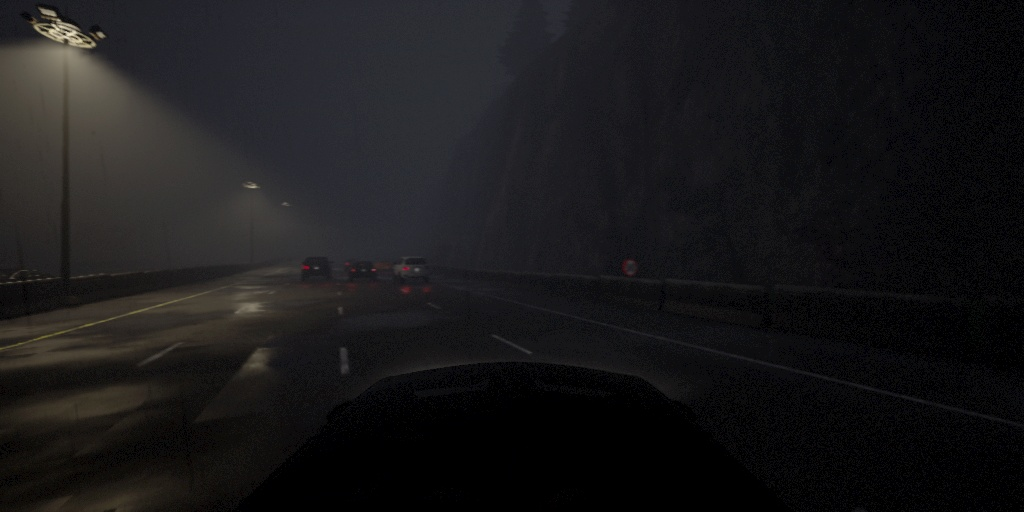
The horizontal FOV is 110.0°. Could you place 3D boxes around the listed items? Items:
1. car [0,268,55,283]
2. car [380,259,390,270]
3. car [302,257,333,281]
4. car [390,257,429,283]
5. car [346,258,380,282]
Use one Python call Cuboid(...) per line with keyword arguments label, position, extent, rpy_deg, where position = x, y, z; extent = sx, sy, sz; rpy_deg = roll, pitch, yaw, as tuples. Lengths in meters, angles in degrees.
Cuboid(label="car", position=(-26.545, 1.422, 18.737), extent=(2.128, 1.511, 4.902), rpy_deg=(0, 0, -25))
Cuboid(label="car", position=(-16.740, 1.201, 46.791), extent=(1.882, 1.535, 5.008), rpy_deg=(0, 1, -26))
Cuboid(label="car", position=(-17.373, 1.067, 32.109), extent=(2.150, 2.045, 5.566), rpy_deg=(0, 1, -26))
Cuboid(label="car", position=(-8.309, 1.056, 29.380), extent=(2.150, 2.045, 5.566), rpy_deg=(0, 1, -26))
Cuboid(label="car", position=(-13.004, 1.189, 31.091), extent=(2.097, 1.767, 4.553), rpy_deg=(0, 0, -25))
